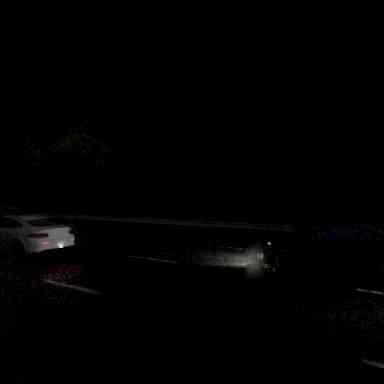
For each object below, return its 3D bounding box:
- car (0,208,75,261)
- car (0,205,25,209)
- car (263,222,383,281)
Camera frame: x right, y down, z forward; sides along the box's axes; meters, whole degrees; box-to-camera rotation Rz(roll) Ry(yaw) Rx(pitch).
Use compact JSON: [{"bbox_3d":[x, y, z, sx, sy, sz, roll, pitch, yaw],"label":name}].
[{"bbox_3d":[-6.279,1.520,12.168,4.674,1.442,1.812,0,0,32],"label":"car"},{"bbox_3d":[-11.022,1.470,19.086,5.008,1.535,1.882,0,0,30],"label":"car"},{"bbox_3d":[4.185,1.549,9.468,4.181,1.385,1.994,0,0,35],"label":"car"}]
